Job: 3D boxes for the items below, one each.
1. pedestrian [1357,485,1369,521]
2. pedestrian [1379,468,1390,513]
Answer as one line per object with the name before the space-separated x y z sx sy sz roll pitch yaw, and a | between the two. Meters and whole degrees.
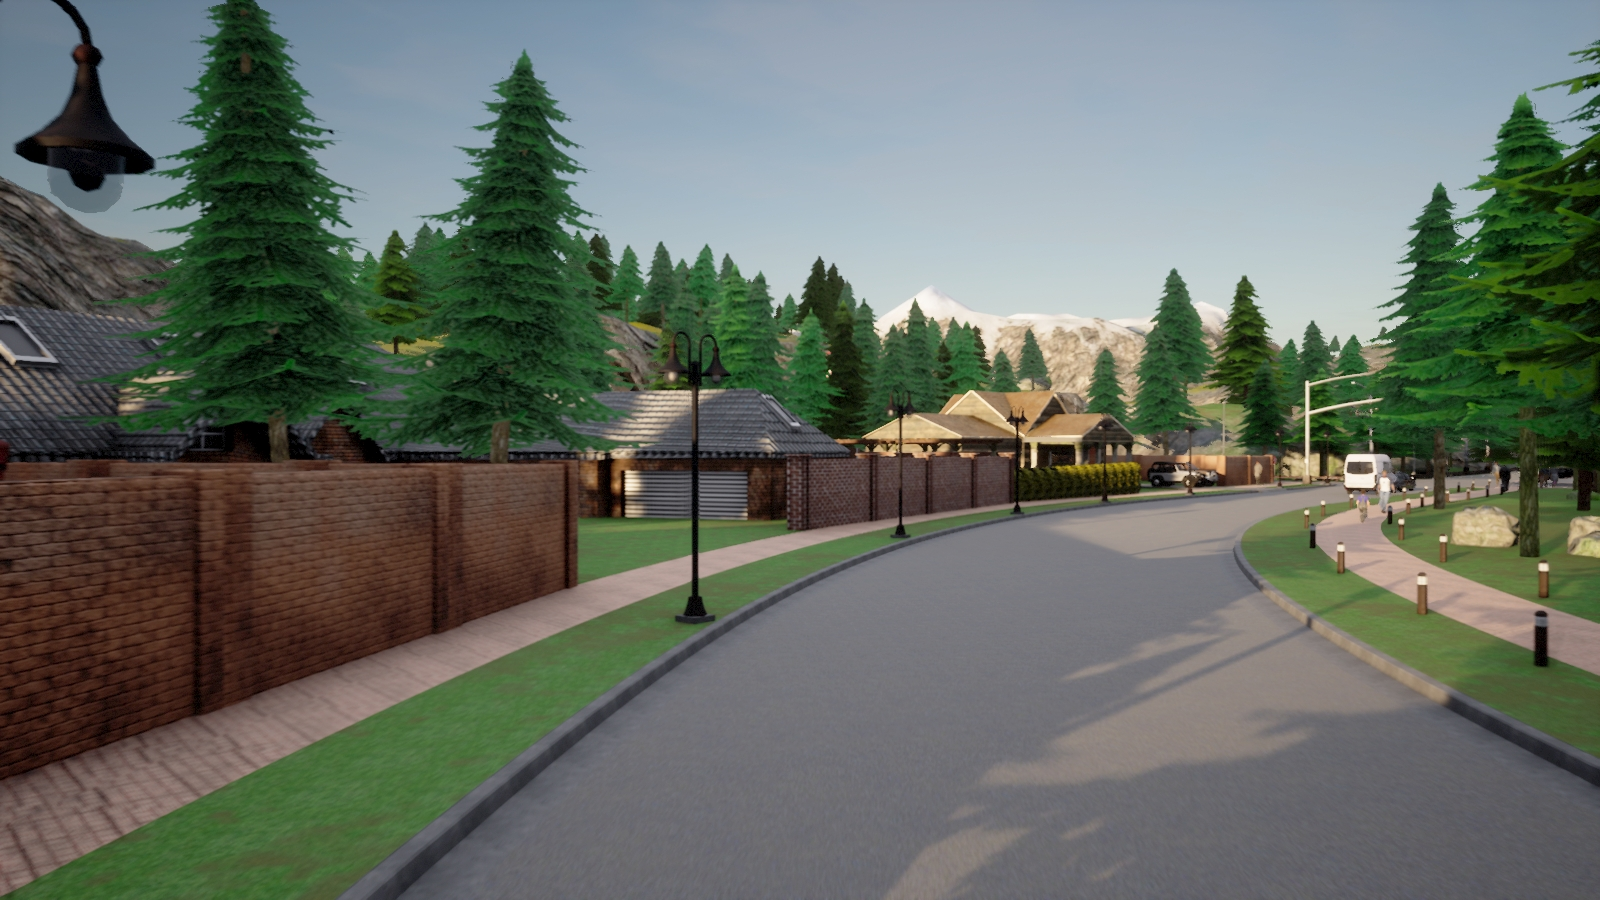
pedestrian | 20.613 1.948 41.836 0.375 1.300 0.375 0 0 33
pedestrian | 24.235 1.670 47.383 0.375 1.860 0.375 0 0 33
